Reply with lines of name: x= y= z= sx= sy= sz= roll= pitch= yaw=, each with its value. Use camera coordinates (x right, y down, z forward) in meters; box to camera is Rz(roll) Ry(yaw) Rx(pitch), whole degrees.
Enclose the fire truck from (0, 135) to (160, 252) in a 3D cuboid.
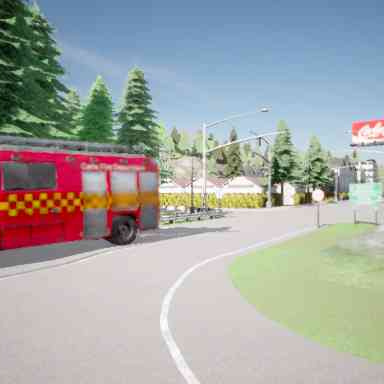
fire truck: x=-5.238 y=0.135 z=11.851 sx=8.468 sy=3.827 sz=2.891 roll=-2 pitch=3 yaw=-44
